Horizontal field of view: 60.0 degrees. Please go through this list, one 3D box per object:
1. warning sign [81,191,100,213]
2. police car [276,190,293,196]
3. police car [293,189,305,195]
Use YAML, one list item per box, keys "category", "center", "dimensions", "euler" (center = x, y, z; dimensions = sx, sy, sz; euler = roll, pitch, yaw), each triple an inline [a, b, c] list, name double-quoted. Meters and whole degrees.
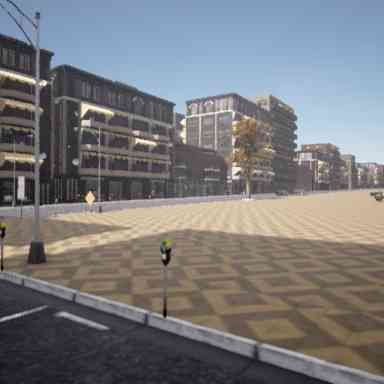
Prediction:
- category: "warning sign"
  center: [-8.813, 0.836, 28.884]
  dimensions: [1.300, 1.860, 1.060]
  euler: [-1, 0, 35]
- category: "police car"
  center: [21.976, 0.209, 80.662]
  dimensions: [1.930, 1.638, 5.238]
  euler: [1, 1, 35]
- category: "police car"
  center: [27.668, 0.066, 88.885]
  dimensions: [1.930, 1.638, 5.238]
  euler: [1, 1, 35]
